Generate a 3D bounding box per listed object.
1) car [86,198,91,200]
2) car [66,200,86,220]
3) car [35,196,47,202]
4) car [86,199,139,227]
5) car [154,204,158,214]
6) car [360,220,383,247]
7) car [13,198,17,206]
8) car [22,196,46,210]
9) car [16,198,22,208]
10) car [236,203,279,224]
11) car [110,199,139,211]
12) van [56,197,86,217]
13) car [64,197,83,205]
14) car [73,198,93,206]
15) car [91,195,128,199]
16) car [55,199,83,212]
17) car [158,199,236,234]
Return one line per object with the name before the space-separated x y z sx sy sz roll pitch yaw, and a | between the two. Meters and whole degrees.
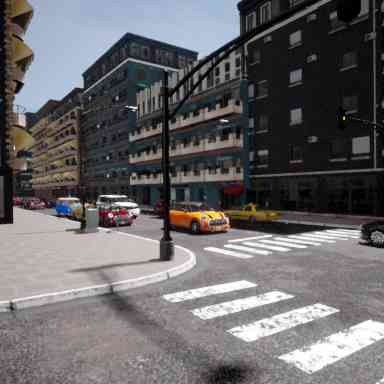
car | -15.083 1.502 51.343 1.967 1.590 4.097 -1 1 -36
car | -8.927 1.652 28.324 1.752 1.417 4.829 -1 1 -36
car | -37.608 1.729 82.862 1.887 1.381 4.507 -1 1 -36
car | -5.810 1.553 23.960 1.967 1.590 4.097 -1 1 -36
car | -2.210 1.441 33.333 1.967 1.590 4.097 -1 1 -36
car | 9.181 1.487 12.946 1.837 1.490 4.892 -1 0 -36
car | -31.553 1.783 59.979 1.887 1.381 4.507 -1 1 -36
car | -21.900 1.628 46.471 1.967 1.590 4.097 -1 1 -36
car | -25.116 1.770 50.974 1.947 1.339 4.313 -1 1 -36
car | 4.128 1.498 24.468 1.752 1.417 4.829 -1 1 -36
car | -8.645 1.582 42.339 2.008 1.369 4.403 -1 1 -36
van | -12.247 1.483 32.963 1.690 1.788 3.998 -1 1 -36
car | -21.518 1.646 60.349 2.008 1.369 4.403 -1 1 -36
car | -18.299 1.644 55.846 1.947 1.339 4.313 -1 1 -36
car | -6.745 1.307 29.715 2.150 2.045 5.566 -1 1 -36
car | -15.816 1.677 42.468 2.033 1.411 5.357 -1 0 -35
car | 0.180 1.409 20.038 2.097 1.767 4.553 -1 0 -36
